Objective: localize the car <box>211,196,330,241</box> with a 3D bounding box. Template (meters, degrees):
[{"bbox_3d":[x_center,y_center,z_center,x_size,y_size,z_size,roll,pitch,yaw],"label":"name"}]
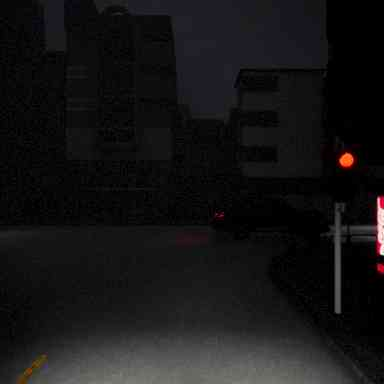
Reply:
[{"bbox_3d":[3.717,1.222,16.279,5.566,2.045,2.150,0,0,1],"label":"car"}]
